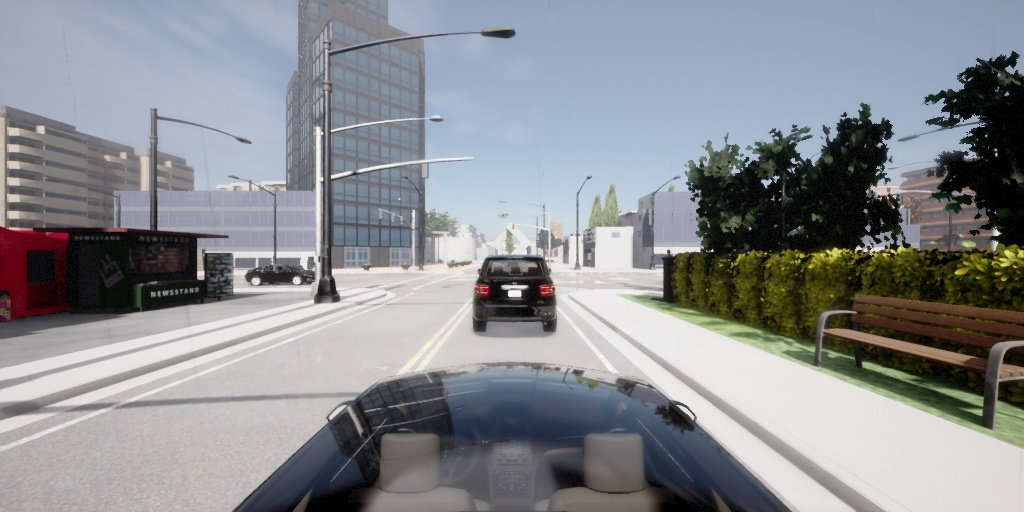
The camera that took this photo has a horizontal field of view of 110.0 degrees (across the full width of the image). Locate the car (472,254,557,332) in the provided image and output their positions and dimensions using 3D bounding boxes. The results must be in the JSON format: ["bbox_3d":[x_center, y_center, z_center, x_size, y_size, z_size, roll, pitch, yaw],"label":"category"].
[{"bbox_3d":[0.082,0.971,11.013,2.150,2.045,5.566,0,0,0],"label":"car"}]

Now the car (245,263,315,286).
[{"bbox_3d":[-16.618,1.363,26.120,4.892,1.490,1.837,-1,0,0],"label":"car"}]
